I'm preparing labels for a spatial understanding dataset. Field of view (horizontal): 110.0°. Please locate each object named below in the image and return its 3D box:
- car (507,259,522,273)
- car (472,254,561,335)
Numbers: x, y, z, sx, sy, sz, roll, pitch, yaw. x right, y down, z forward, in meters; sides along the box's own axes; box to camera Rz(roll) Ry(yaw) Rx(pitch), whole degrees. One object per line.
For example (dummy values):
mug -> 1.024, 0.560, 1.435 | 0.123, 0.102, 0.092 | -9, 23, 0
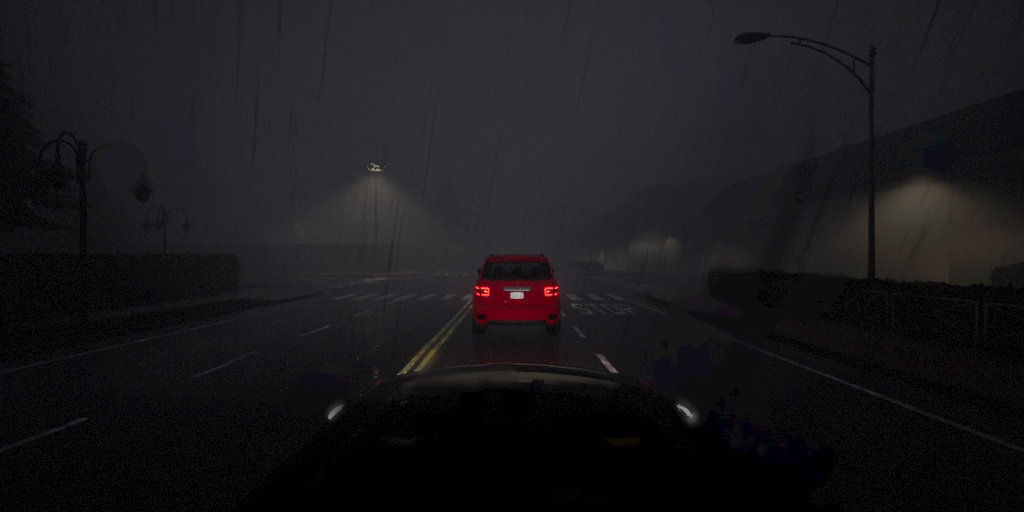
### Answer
car -> 0.333, 1.228, 45.522 | 1.882, 1.535, 5.008 | 0, 0, 1
car -> 0.116, 0.971, 10.664 | 2.150, 2.045, 5.566 | 0, 0, 0
